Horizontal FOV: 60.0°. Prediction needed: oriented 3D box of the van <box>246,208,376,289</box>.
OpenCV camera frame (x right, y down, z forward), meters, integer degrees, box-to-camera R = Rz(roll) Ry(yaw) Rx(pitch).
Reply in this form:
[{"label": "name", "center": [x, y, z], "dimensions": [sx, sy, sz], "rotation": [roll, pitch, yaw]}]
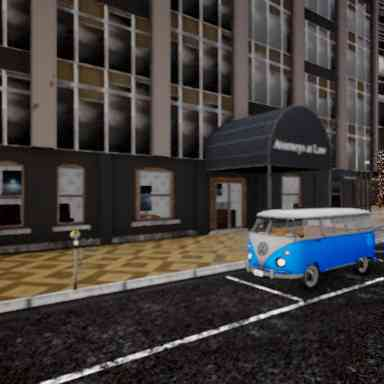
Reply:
[{"label": "van", "center": [3.242, 1.339, 8.873], "dimensions": [3.998, 1.788, 1.690], "rotation": [0, 0, -36]}]
